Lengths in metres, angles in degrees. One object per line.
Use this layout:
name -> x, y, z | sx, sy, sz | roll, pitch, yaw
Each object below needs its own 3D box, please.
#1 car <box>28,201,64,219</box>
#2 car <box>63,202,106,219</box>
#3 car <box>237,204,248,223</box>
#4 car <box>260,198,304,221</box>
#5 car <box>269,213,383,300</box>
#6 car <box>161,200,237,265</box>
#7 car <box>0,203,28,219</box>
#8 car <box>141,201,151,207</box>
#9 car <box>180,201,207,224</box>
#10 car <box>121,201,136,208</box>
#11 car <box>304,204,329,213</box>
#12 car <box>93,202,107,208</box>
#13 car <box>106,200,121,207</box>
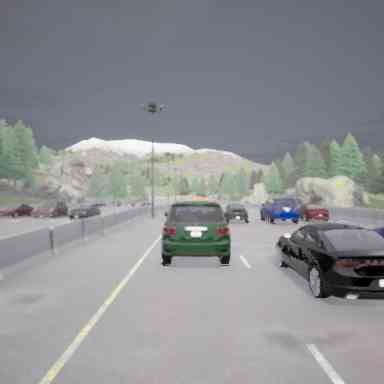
car -> -14.023, 1.714, 33.264 | 2.097, 1.767, 4.553 | 0, -1, 0
car -> -10.529, 1.911, 32.993 | 2.033, 1.411, 5.357 | 0, -1, 0
car -> 3.654, 1.816, 28.706 | 1.837, 1.490, 4.892 | 0, -1, 0
car -> 7.152, 1.522, 27.657 | 2.150, 2.045, 5.566 | 0, -1, 0
car -> 3.598, 1.542, 8.619 | 1.882, 1.535, 5.008 | 0, 0, 0
car -> 0.126, 1.313, 12.185 | 2.150, 2.045, 5.566 | 0, 0, 0
car -> -17.524, 1.832, 33.142 | 1.882, 1.535, 5.008 | 0, -1, 0
car -> -10.336, 2.812, 75.309 | 1.994, 1.385, 4.181 | 0, -2, 0
car -> 0.152, 1.652, 28.338 | 2.097, 1.767, 4.553 | 0, -1, 0
car -> -13.836, 2.780, 75.318 | 2.128, 1.511, 4.902 | 0, -2, 0
car -> 10.658, 1.823, 30.077 | 1.882, 1.535, 5.008 | 0, -1, 0
car -> -20.836, 2.838, 75.301 | 1.895, 1.301, 4.718 | 0, -2, 0
car -> -17.336, 2.605, 75.361 | 2.097, 1.767, 4.553 | 0, -2, 0
